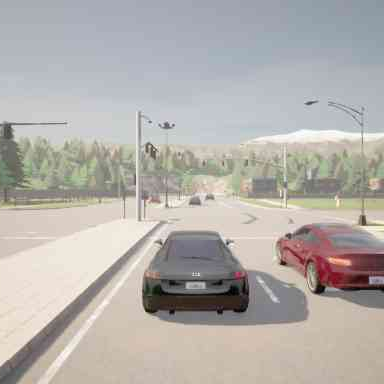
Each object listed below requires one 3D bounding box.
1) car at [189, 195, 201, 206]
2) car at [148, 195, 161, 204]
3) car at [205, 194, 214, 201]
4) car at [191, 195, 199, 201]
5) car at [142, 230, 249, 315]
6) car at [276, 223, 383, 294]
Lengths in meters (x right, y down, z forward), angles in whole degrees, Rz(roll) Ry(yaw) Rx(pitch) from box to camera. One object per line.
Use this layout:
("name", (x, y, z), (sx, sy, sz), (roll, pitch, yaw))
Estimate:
("car", (0.491, 1.563, 56.673), (1.994, 1.385, 4.181), (0, 0, 1))
("car", (-7.407, 1.352, 66.025), (2.097, 1.767, 4.553), (0, 0, 1))
("car", (4.335, 1.188, 82.024), (2.097, 1.767, 4.553), (0, 0, 1))
("car", (0.836, 1.428, 82.129), (1.895, 1.301, 4.718), (0, 0, 1))
("car", (0.056, 1.564, 7.669), (1.994, 1.385, 4.181), (0, 0, 0))
("car", (3.554, 1.526, 8.673), (1.812, 1.442, 4.674), (0, 0, 0))
